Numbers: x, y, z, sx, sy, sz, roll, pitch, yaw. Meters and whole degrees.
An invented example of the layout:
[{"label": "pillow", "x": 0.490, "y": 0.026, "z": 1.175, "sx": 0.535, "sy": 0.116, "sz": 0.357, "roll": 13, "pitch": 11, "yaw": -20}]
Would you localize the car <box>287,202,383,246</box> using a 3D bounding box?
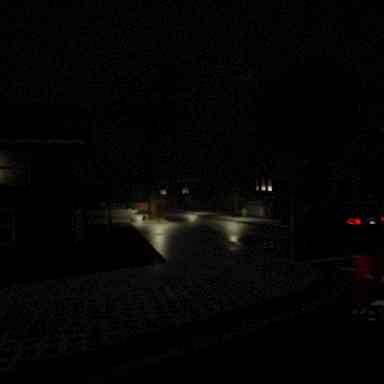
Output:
[{"label": "car", "x": 7.215, "y": 1.547, "z": 17.322, "sx": 2.150, "sy": 2.045, "sz": 5.566, "roll": -1, "pitch": -2, "yaw": -17}]
